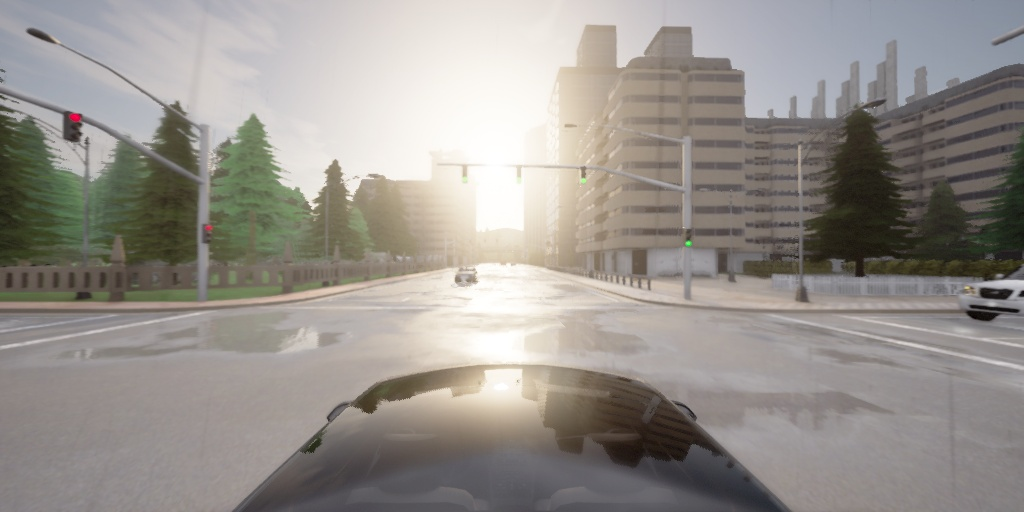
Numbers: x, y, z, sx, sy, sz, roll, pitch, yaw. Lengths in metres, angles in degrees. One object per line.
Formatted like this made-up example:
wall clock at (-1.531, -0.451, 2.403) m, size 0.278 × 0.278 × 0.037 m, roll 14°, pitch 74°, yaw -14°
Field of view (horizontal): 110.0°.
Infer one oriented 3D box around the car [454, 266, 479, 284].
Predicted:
car at (-3.957, 1.658, 31.559) m, size 2.128 × 1.511 × 4.902 m, roll 0°, pitch 0°, yaw -2°

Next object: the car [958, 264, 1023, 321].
car at (17.806, 1.176, 11.406) m, size 5.566 × 2.045 × 2.150 m, roll 0°, pitch -1°, yaw -3°
